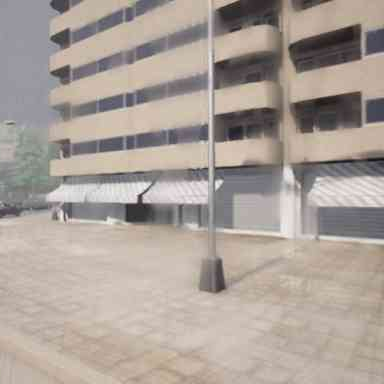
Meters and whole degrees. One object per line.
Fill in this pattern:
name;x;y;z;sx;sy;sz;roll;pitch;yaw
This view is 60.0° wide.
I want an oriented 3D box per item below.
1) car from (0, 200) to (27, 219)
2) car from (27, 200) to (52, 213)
car;-18.334;1.729;31.943;1.812;1.442;4.674;0;0;4
car;-19.755;1.737;41.779;2.128;1.511;4.902;0;0;19
